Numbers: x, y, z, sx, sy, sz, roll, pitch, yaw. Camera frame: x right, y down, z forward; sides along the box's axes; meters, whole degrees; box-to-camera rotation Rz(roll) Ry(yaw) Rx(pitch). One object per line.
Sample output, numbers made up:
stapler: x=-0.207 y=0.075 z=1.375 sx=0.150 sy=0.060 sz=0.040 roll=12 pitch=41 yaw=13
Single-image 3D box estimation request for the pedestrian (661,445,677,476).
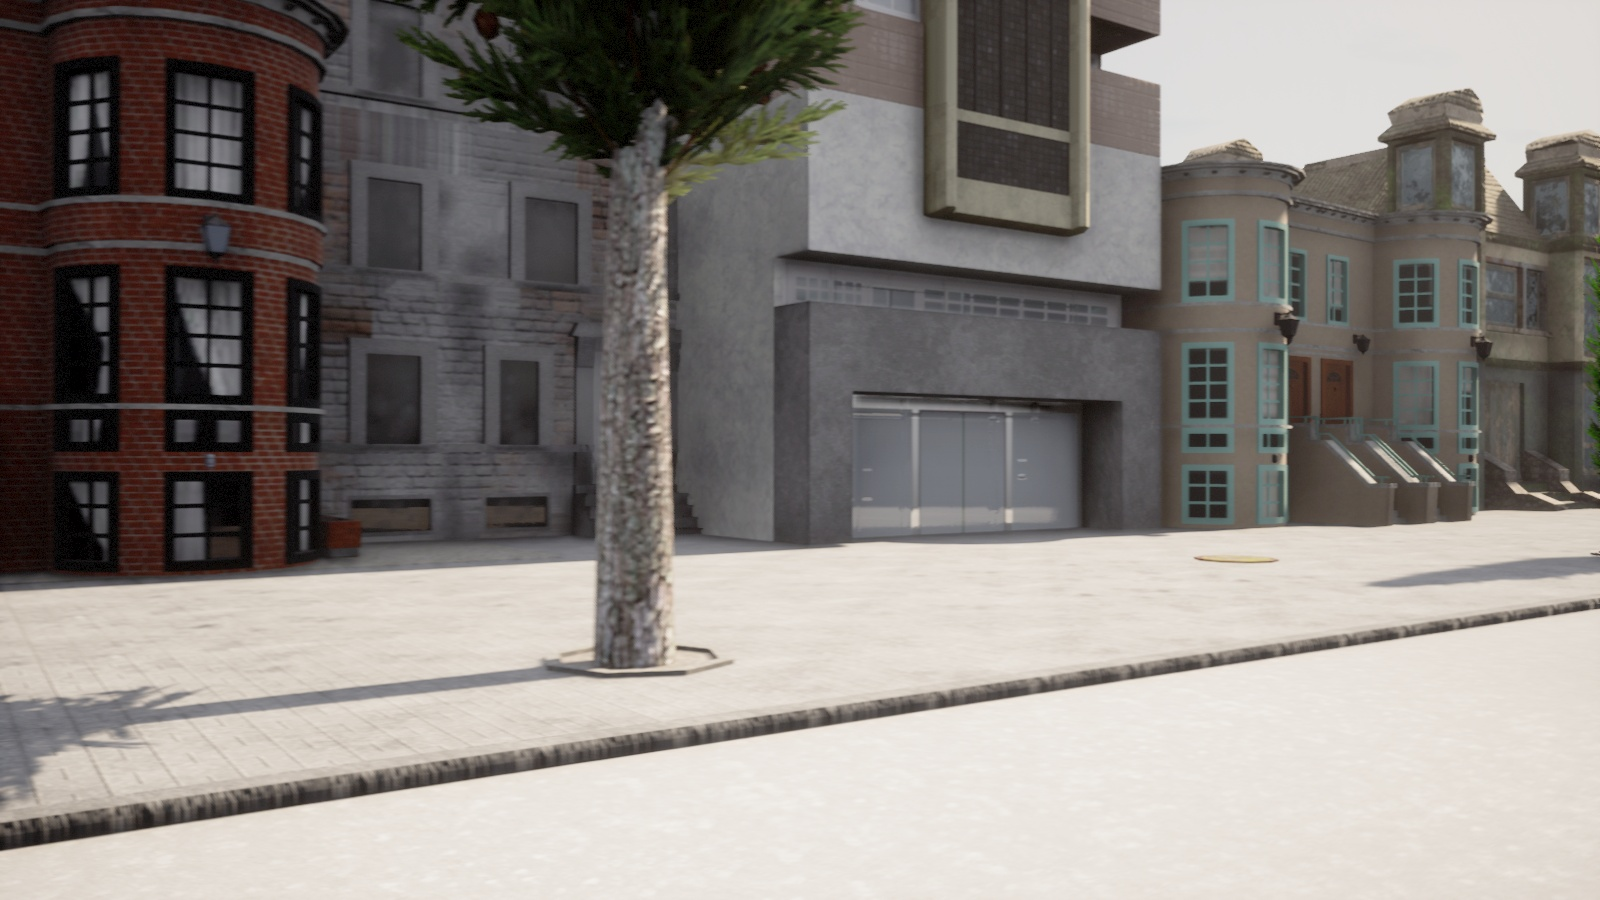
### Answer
pedestrian: x=-8.450 y=0.671 z=81.064 sx=0.659 sy=1.952 sz=0.873 roll=0 pitch=0 yaw=-38
